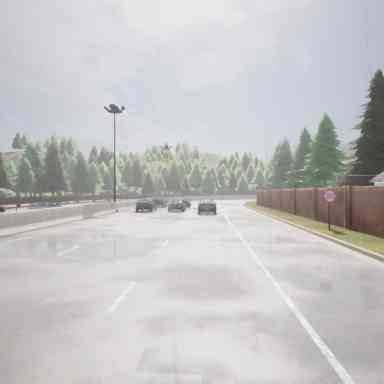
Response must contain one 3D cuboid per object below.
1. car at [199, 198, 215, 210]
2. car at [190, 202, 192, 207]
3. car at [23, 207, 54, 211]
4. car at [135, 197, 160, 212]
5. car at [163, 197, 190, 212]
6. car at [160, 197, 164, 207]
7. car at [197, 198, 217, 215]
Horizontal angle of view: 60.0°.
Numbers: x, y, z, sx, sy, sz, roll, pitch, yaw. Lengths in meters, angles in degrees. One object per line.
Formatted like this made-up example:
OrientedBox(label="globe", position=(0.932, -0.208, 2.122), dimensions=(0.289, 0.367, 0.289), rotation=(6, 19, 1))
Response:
OrientedBox(label="car", position=(2.039, 1.547, 44.843), dimensions=(2.033, 1.411, 5.357), rotation=(0, 0, 3))
OrientedBox(label="car", position=(-1.212, 1.526, 49.626), dimensions=(1.812, 1.442, 4.674), rotation=(0, 0, 4))
OrientedBox(label="car", position=(-12.868, 1.564, 28.862), dimensions=(1.994, 1.385, 4.181), rotation=(0, 0, 3))
OrientedBox(label="car", position=(-5.271, 1.505, 38.576), dimensions=(1.837, 1.490, 4.892), rotation=(0, 0, 3))
OrientedBox(label="car", position=(-1.741, 1.547, 39.113), dimensions=(2.033, 1.411, 5.357), rotation=(0, 0, 3))
OrientedBox(label="car", position=(-4.768, 1.505, 48.989), dimensions=(1.837, 1.490, 4.892), rotation=(0, 0, 4))
OrientedBox(label="car", position=(1.575, 1.491, 34.494), dimensions=(2.128, 1.511, 4.902), rotation=(0, 0, 3))
